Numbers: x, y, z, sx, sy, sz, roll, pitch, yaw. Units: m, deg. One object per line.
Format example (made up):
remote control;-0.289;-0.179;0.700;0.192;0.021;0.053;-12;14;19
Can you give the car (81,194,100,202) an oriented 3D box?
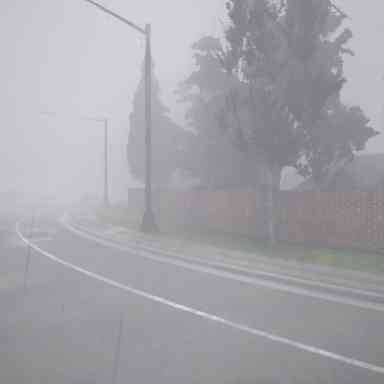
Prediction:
car;-17.437;1.001;56.868;1.812;1.442;4.674;-1;0;6

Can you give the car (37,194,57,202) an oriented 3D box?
car;-27.385;1.047;63.000;1.812;1.442;4.674;0;0;8

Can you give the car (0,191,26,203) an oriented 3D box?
car;-31.432;0.781;58.105;2.150;2.045;5.566;0;0;5
